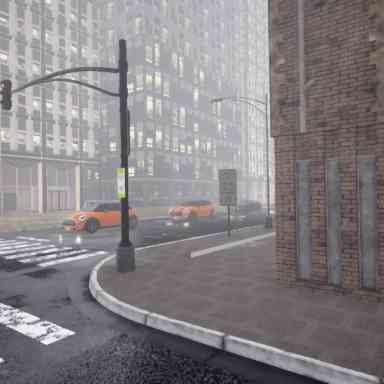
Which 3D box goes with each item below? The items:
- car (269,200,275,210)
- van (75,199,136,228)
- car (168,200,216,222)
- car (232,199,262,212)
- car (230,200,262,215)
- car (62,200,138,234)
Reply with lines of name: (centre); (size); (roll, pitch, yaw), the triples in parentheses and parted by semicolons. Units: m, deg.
car: (11.891, 1.474, 43.836); (2.097, 1.767, 4.553); (-1, -1, 36)
van: (-5.989, 1.460, 23.534); (1.690, 1.788, 3.998); (-2, -1, 36)
car: (0.044, 1.433, 27.471); (2.097, 1.767, 4.553); (-1, -1, 36)
car: (6.896, 1.689, 41.407); (1.752, 1.417, 4.829); (-2, -1, 36)
car: (5.813, 1.593, 35.460); (2.128, 1.511, 4.902); (-1, -1, 36)
car: (-5.426, 1.416, 19.935); (2.097, 1.767, 4.553); (-1, -1, 37)
